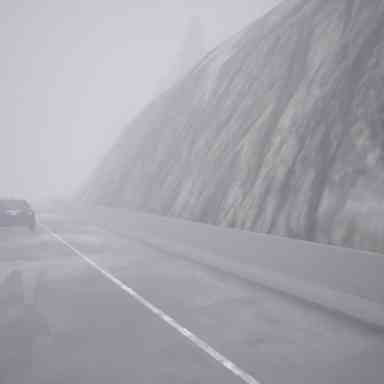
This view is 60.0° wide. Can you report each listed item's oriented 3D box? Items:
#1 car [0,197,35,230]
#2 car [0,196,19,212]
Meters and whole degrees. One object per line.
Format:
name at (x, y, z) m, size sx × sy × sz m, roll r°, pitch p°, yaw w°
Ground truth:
car at (-10.385, 1.148, 19.141) m, size 2.097 × 1.767 × 4.553 m, roll 0°, pitch 0°, yaw -31°
car at (-19.028, 1.190, 34.411) m, size 1.994 × 1.385 × 4.181 m, roll 0°, pitch 0°, yaw -27°
